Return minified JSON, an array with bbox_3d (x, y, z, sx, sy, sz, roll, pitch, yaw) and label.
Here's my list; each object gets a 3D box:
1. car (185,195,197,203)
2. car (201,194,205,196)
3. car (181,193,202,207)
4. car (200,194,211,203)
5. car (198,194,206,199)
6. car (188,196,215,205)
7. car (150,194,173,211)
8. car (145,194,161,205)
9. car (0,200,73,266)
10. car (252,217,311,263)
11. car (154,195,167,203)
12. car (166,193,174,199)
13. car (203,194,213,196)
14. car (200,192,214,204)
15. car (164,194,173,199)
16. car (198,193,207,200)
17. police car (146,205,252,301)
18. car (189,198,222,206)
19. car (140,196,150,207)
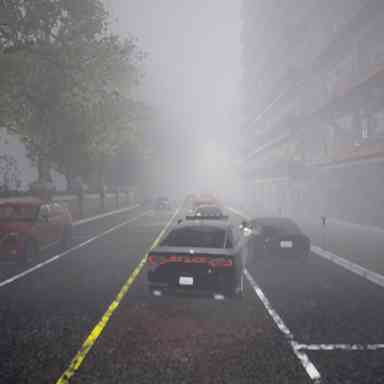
[{"bbox_3d":[-0.179,1.256,58.793,1.994,1.385,4.181,0,0,0],"label":"car"},{"bbox_3d":[2.551,1.301,45.232,1.887,1.381,4.507,0,0,0],"label":"car"},{"bbox_3d":[-0.107,1.105,46.101,2.097,1.767,4.553,0,0,0],"label":"car"},{"bbox_3d":[2.499,1.116,62.122,1.967,1.590,4.097,0,0,0],"label":"car"},{"bbox_3d":[2.430,1.143,84.643,1.947,1.339,4.313,0,0,0],"label":"car"},{"bbox_3d":[0.827,1.341,24.206,1.882,1.535,5.008,0,0,0],"label":"car"},{"bbox_3d":[-3.186,1.303,36.729,1.837,1.490,4.892,0,0,0],"label":"car"},{"bbox_3d":[-5.847,1.169,50.834,1.967,1.590,4.097,0,0,0],"label":"car"},{"bbox_3d":[-5.724,1.248,11.425,2.192,1.841,5.009,0,0,0],"label":"car"},{"bbox_3d":[2.656,1.499,11.452,1.947,1.339,4.313,0,0,0],"label":"car"},{"bbox_3d":[-5.880,1.227,62.096,2.008,1.369,4.403,0,0,0],"label":"car"},{"bbox_3d":[-5.967,1.081,90.077,1.752,1.417,4.829,0,0,0],"label":"car"},{"bbox_3d":[2.569,1.328,39.602,1.887,1.381,4.507,0,0,0],"label":"car"},{"bbox_3d":[2.516,1.018,56.490,2.192,1.841,5.009,0,0,0],"label":"car"},{"bbox_3d":[-5.950,1.128,84.617,2.008,1.369,4.403,0,0,0],"label":"car"},{"bbox_3d":[2.447,1.041,79.012,1.967,1.590,4.097,0,0,0],"label":"car"},{"bbox_3d":[0.419,1.376,8.502,1.930,1.638,5.238,0,0,12],"label":"police car"},{"bbox_3d":[0.845,1.350,18.395,1.801,1.575,5.366,0,0,0],"label":"car"},{"bbox_3d":[-5.829,1.196,45.206,1.967,1.590,4.097,0,0,0],"label":"car"}]
